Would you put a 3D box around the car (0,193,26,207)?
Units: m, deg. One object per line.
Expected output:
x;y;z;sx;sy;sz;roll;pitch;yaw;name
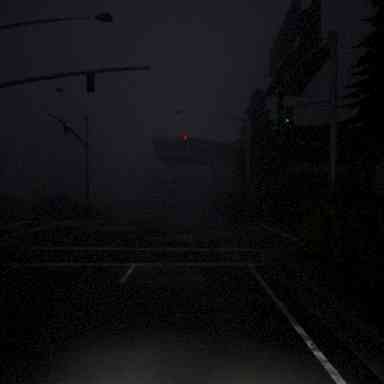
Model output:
-24.659;1.045;43.732;4.605;1.855;1.932;0;0;-1;car

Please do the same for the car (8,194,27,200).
-42.535;1.277;81.052;3.633;1.501;1.845;0;0;-1;car

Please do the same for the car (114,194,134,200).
-16.502;1.242;81.213;4.514;1.523;2.007;0;0;-1;car

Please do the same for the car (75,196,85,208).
-16.180;1.308;43.820;3.806;1.475;1.970;0;0;-1;car

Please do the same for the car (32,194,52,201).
-35.097;1.291;78.115;3.806;1.475;1.970;0;0;-1;car

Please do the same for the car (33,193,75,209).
-16.771;1.028;40.492;3.866;1.878;1.905;0;0;-1;car

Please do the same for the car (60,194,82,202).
-24.036;1.240;66.186;3.633;1.501;1.845;0;0;-1;car

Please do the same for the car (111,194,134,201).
-16.431;1.236;78.077;5.027;1.636;2.152;0;0;-1;car
